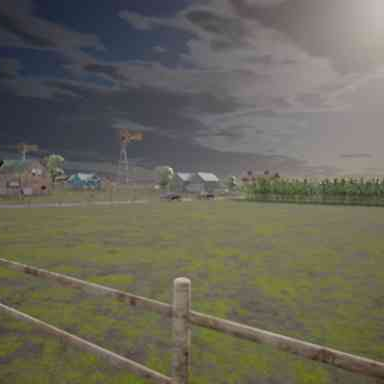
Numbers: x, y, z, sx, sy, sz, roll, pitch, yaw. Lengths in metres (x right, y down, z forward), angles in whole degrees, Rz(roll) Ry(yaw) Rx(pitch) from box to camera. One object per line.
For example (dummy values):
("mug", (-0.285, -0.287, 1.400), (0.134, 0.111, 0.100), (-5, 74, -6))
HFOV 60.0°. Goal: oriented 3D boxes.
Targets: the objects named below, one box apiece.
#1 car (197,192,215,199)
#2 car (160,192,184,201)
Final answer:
("car", (2.710, 0.696, 65.318), (1.812, 1.442, 4.674), (1, 1, 35))
("car", (-3.337, 0.719, 56.443), (2.128, 1.511, 4.902), (1, 1, 35))
